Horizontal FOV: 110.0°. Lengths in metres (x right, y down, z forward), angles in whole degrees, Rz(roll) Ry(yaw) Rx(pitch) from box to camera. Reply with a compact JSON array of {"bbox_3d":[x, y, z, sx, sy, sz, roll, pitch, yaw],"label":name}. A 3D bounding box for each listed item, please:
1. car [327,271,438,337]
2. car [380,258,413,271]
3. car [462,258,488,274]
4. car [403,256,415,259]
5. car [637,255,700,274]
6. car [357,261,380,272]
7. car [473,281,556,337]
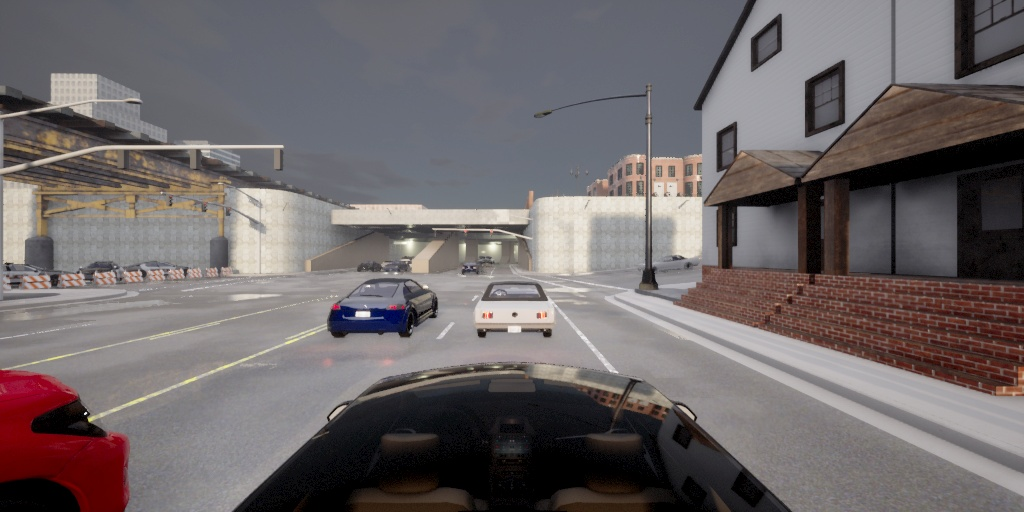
[{"bbox_3d":[-3.432,1.314,10.284,1.994,1.385,4.181,0,0,0],"label":"car"},{"bbox_3d":[-14.848,1.297,46.355,2.033,1.411,5.357,0,0,-1],"label":"car"},{"bbox_3d":[-4.418,1.297,41.017,2.033,1.411,5.357,0,0,4],"label":"car"},{"bbox_3d":[-15.092,1.241,55.958,2.128,1.511,4.902,0,0,-1],"label":"car"},{"bbox_3d":[13.051,0.665,30.220,4.718,1.301,1.895,-7,0,0],"label":"car"},{"bbox_3d":[-18.345,1.314,46.267,1.994,1.385,4.181,0,0,-1],"label":"car"},{"bbox_3d":[0.070,1.351,10.239,1.895,1.301,4.718,0,0,0],"label":"car"}]
